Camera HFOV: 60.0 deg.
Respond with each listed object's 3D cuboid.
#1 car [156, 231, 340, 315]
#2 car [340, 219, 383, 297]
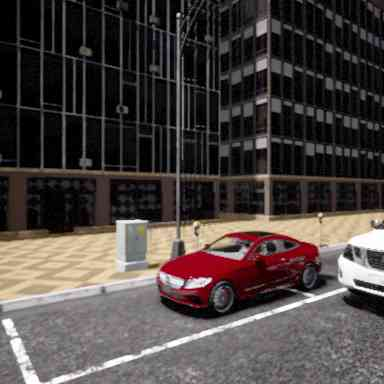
[{"bbox_3d":[1.234,1.564,7.446,4.206,1.307,1.802,0,0,-36],"label":"car"},{"bbox_3d":[5.599,1.192,7.386,5.566,2.045,2.150,0,0,-36],"label":"car"}]
